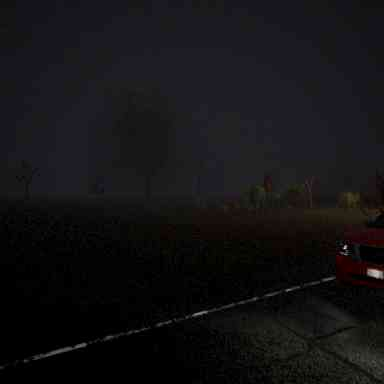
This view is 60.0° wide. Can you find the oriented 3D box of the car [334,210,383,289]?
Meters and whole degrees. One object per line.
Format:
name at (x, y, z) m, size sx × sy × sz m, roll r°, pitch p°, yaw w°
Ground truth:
car at (5.772, 1.215, 8.013) m, size 5.566 × 2.045 × 2.150 m, roll 0°, pitch 0°, yaw -36°
